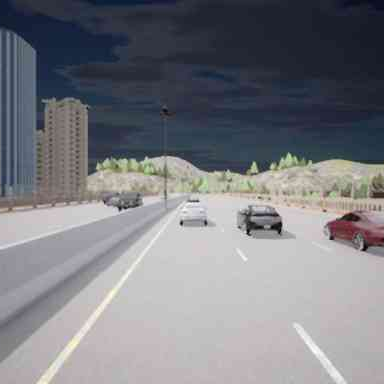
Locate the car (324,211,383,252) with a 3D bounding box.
[{"bbox_3d":[7.105,1.493,13.657,1.812,1.442,4.674,0,0,0],"label":"car"}]

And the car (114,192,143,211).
[{"bbox_3d":[-7.076,1.129,38.749,2.150,2.045,5.566,0,0,0],"label":"car"}]

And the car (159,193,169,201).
[{"bbox_3d":[-6.708,1.151,79.622,2.097,1.767,4.553,0,0,1],"label":"car"}]

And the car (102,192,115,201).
[{"bbox_3d":[-14.015,1.082,58.439,2.150,2.045,5.566,0,0,1],"label":"car"}]

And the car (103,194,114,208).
[{"bbox_3d":[-10.567,1.416,46.288,1.812,1.442,4.674,0,0,0],"label":"car"}]

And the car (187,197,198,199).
[{"bbox_3d":[0.113,1.392,41.698,2.128,1.511,4.902,0,0,0],"label":"car"}]

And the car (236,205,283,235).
[{"bbox_3d":[3.607,1.447,18.356,2.128,1.511,4.902,0,0,0],"label":"car"}]

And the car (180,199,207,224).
[{"bbox_3d":[0.108,1.469,23.849,1.812,1.442,4.674,0,0,0],"label":"car"}]
